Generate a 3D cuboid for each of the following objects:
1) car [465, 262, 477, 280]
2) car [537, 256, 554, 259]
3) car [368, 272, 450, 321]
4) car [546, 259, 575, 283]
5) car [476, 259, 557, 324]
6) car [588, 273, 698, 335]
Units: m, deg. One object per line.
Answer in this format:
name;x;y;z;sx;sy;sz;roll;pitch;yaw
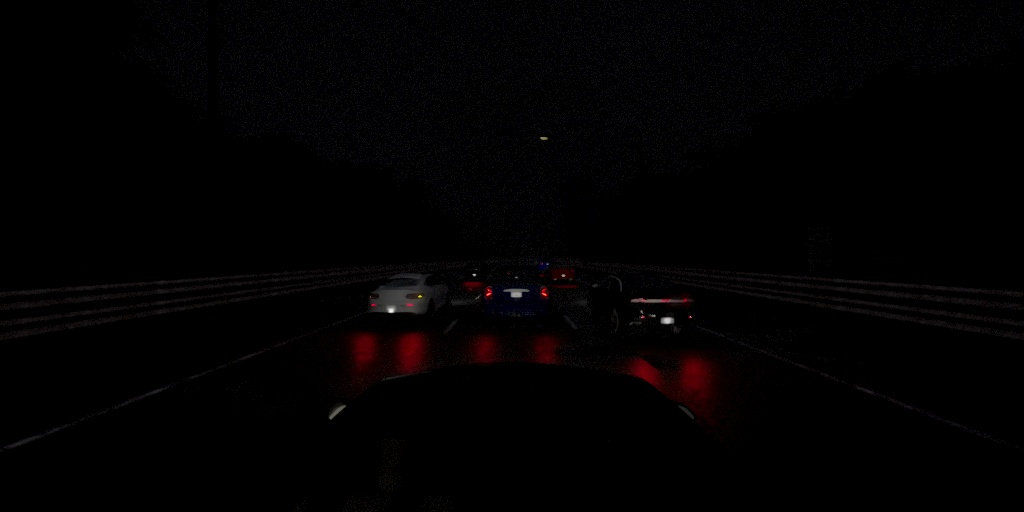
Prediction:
car;-3.022;1.306;31.811;1.837;1.490;4.892;0;0;2
car;4.297;1.078;44.508;2.150;2.045;5.566;0;0;2
car;-3.371;1.283;12.357;1.812;1.442;4.674;0;0;0
car;3.791;1.269;28.531;1.882;1.535;5.008;0;0;1
car;0.142;1.109;12.186;2.097;1.767;4.553;0;0;0
car;3.525;1.246;10.516;2.128;1.511;4.902;0;0;0
